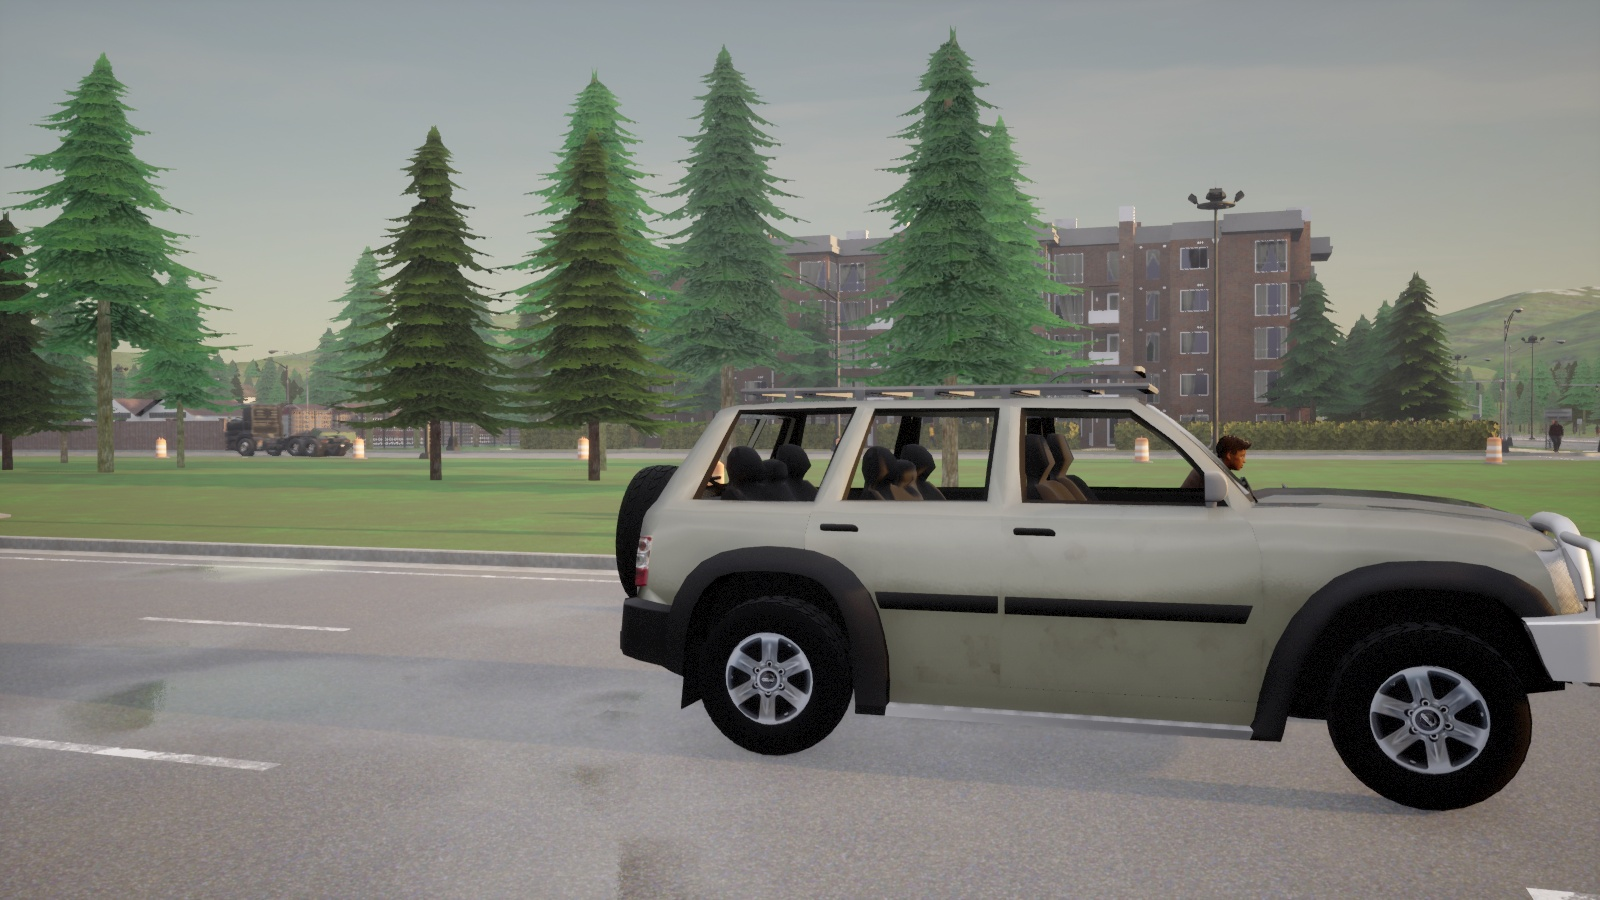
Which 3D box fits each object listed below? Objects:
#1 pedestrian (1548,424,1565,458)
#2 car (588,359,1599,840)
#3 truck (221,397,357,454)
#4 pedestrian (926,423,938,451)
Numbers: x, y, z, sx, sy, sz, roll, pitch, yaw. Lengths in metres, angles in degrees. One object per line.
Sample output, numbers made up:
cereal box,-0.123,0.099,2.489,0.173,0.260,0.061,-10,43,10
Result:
pedestrian,41.342,-0.486,68.604,0.634,1.844,0.899,1,1,23
car,1.444,0.546,6.396,4.605,1.855,1.932,1,1,18
truck,-32.106,-1.540,78.946,7.936,3.462,2.891,1,1,19
pedestrian,8.839,-0.858,84.084,0.726,1.835,0.370,1,1,18
